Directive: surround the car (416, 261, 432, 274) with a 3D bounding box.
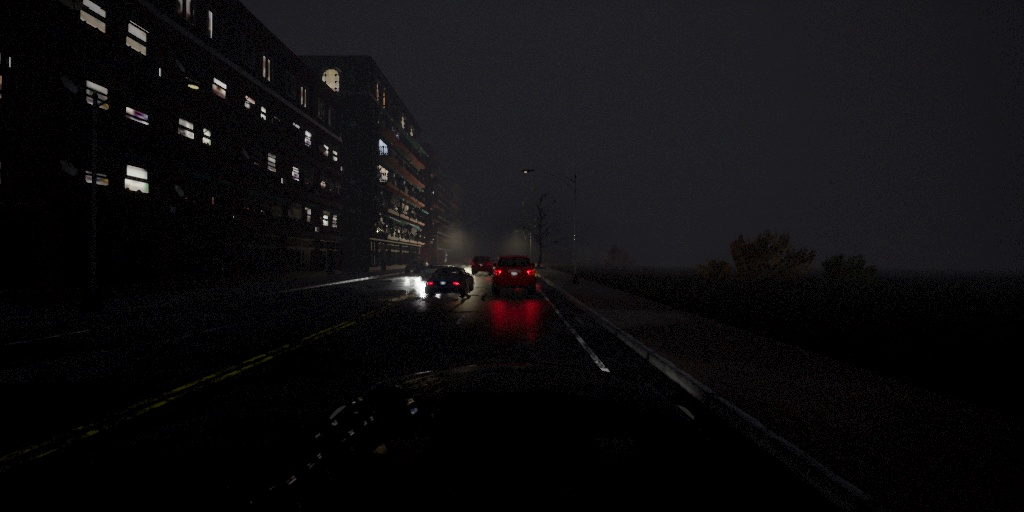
[{"bbox_3d":[-6.588,1.354,31.307,1.895,1.301,4.718,0,0,0],"label":"car"}]

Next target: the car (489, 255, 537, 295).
[{"bbox_3d":[0.107,0.975,20.046,2.150,2.045,5.566,0,0,0],"label":"car"}]

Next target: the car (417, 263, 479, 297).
[{"bbox_3d":[-3.142,1.299,18.858,2.033,1.411,5.357,0,0,0],"label":"car"}]

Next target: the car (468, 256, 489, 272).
[{"bbox_3d":[-3.133,0.978,38.805,2.150,2.045,5.566,0,0,0],"label":"car"}]

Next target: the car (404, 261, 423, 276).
[{"bbox_3d":[-9.837,1.245,37.645,2.128,1.511,4.902,0,0,0],"label":"car"}]

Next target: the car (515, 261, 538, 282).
[{"bbox_3d":[1.149,1.209,30.454,1.801,1.575,5.366,0,0,0],"label":"car"}]
